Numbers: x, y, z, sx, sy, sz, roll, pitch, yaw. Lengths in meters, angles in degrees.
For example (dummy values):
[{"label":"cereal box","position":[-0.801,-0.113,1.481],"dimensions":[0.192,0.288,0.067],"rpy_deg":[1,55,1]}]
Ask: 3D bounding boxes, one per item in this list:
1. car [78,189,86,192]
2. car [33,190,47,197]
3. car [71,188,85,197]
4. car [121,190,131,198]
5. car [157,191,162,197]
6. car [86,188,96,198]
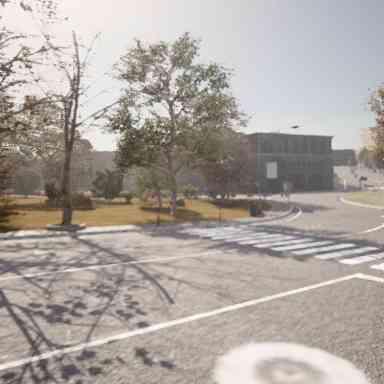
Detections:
[{"label":"car","position":[-21.002,0.592,69.319],"dimensions":[2.163,1.488,4.792],"rpy_deg":[0,2,17]},{"label":"car","position":[-35.000,0.340,80.389],"dimensions":[2.097,1.535,5.008],"rpy_deg":[0,2,19]},{"label":"car","position":[-23.361,0.293,71.129],"dimensions":[2.435,2.045,5.566],"rpy_deg":[0,2,18]},{"label":"car","position":[-11.520,0.402,62.140],"dimensions":[2.185,1.767,4.553],"rpy_deg":[-2,1,16]},{"label":"car","position":[-6.734,0.214,58.610],"dimensions":[2.435,2.045,5.566],"rpy_deg":[-1,1,16]},{"label":"car","position":[-18.629,0.442,67.565],"dimensions":[2.185,1.767,4.553],"rpy_deg":[-1,2,17]}]
